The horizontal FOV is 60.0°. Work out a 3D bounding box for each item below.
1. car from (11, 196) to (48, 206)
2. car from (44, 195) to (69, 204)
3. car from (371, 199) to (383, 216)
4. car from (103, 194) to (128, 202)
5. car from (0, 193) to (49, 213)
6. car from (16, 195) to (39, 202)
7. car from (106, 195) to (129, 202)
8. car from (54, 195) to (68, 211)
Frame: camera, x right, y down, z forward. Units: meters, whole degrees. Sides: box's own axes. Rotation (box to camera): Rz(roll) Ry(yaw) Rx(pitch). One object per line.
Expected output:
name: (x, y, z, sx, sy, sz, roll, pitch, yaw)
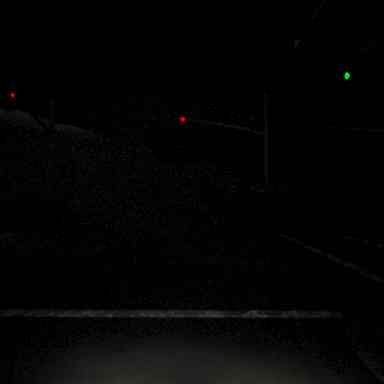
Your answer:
car: (-24.109, 1.314, 49.417, 4.514, 1.523, 2.007, 0, 0, -1)
car: (-24.143, 1.339, 59.410, 3.633, 1.501, 1.845, 0, 0, -1)
car: (17.171, 1.491, 33.441, 2.242, 1.667, 4.611, 0, 0, -1)
car: (-16.559, 1.353, 71.314, 5.027, 1.636, 2.152, 0, 0, -1)
car: (-16.832, 1.088, 33.729, 3.866, 1.878, 1.905, 0, 0, -1)
car: (-35.226, 1.407, 71.318, 3.806, 1.475, 1.970, 0, 0, -1)
car: (-16.636, 1.363, 74.450, 4.514, 1.523, 2.007, 0, 0, -1)
car: (-16.247, 1.373, 37.058, 3.806, 1.475, 1.970, 0, 0, -1)
